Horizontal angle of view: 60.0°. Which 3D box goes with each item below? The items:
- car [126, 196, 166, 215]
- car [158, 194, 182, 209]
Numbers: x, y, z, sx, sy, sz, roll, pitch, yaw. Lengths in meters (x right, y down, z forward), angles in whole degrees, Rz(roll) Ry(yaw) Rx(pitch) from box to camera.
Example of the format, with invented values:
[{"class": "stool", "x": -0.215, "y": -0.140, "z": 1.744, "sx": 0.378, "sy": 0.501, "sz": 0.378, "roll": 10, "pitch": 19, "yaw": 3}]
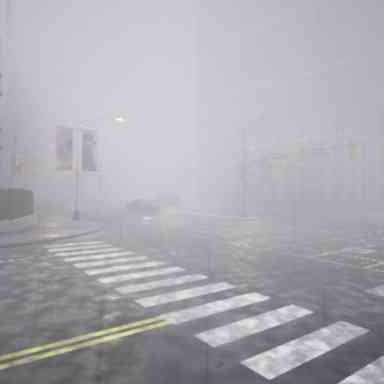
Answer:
[{"class": "car", "x": -5.010, "y": 1.452, "z": 34.031, "sx": 1.882, "sy": 1.535, "sz": 5.008, "roll": 1, "pitch": 0, "yaw": -37}, {"class": "car", "x": -3.589, "y": 1.230, "z": 45.787, "sx": 2.150, "sy": 2.045, "sz": 5.566, "roll": 1, "pitch": 0, "yaw": -35}]
